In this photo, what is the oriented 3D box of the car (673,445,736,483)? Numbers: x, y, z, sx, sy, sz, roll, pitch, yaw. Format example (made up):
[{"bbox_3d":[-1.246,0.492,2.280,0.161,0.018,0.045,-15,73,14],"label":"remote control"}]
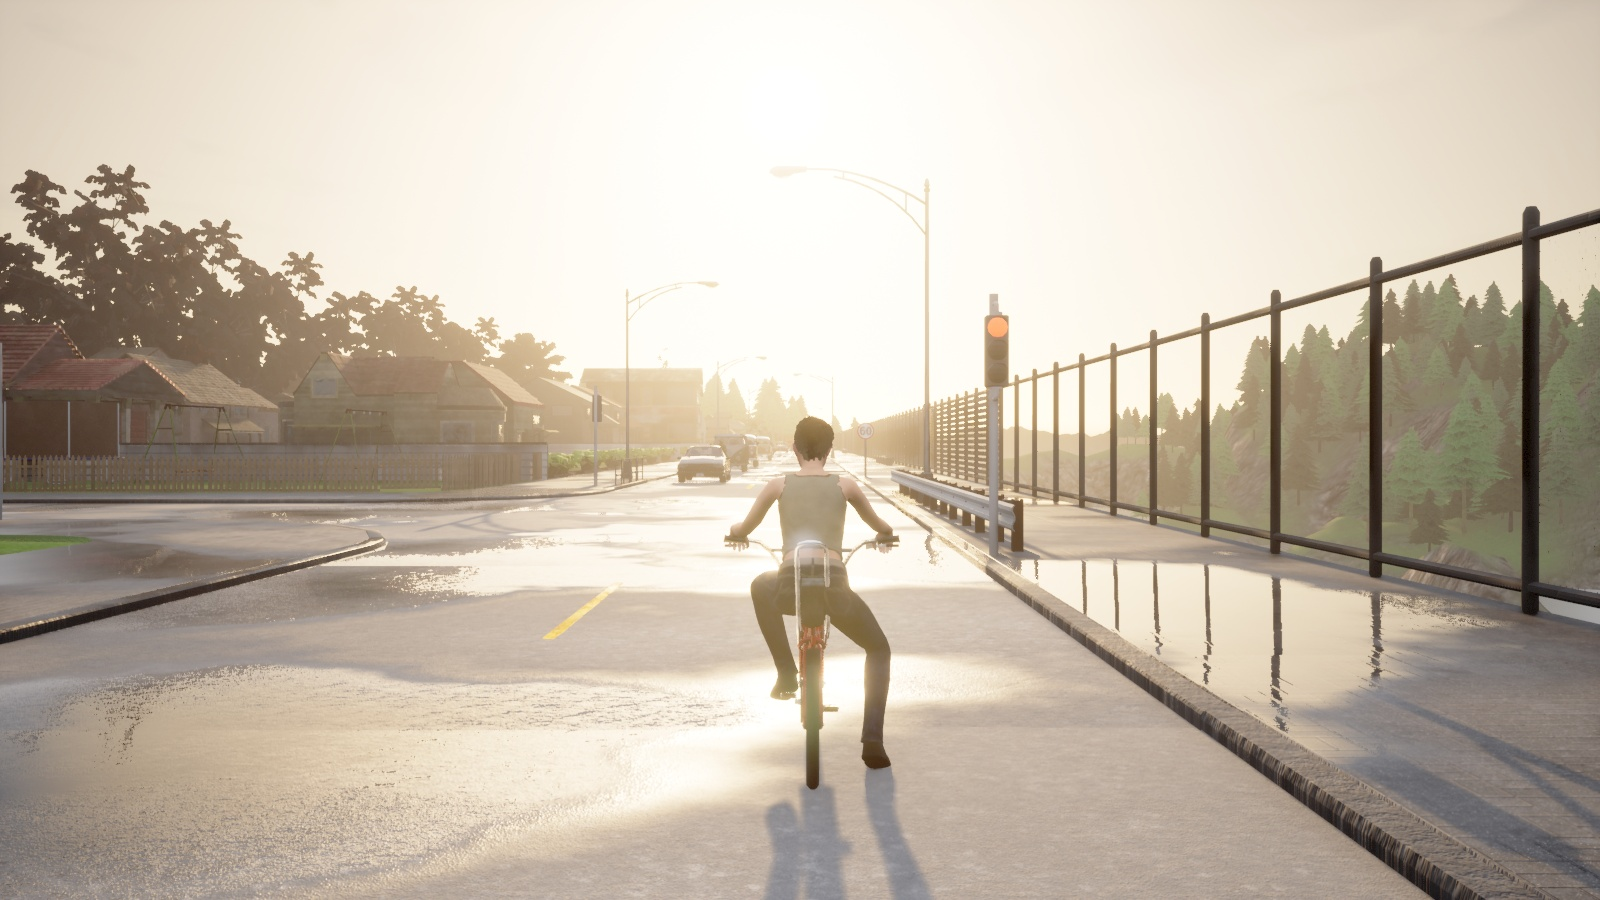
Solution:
[{"bbox_3d":[-3.690,0.513,49.200,2.033,1.411,5.357,0,0,0],"label":"car"}]

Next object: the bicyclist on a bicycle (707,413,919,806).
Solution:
[{"bbox_3d":[0.056,0.650,5.898,0.866,1.612,1.509,0,0,0],"label":"bicyclist on a bicycle"}]

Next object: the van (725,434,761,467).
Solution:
[{"bbox_3d":[-3.519,0.026,78.223,2.069,2.038,4.480,0,0,0],"label":"van"}]

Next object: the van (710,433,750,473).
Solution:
[{"bbox_3d":[-3.596,0.127,64.871,1.775,1.987,4.442,0,1,0],"label":"van"}]
